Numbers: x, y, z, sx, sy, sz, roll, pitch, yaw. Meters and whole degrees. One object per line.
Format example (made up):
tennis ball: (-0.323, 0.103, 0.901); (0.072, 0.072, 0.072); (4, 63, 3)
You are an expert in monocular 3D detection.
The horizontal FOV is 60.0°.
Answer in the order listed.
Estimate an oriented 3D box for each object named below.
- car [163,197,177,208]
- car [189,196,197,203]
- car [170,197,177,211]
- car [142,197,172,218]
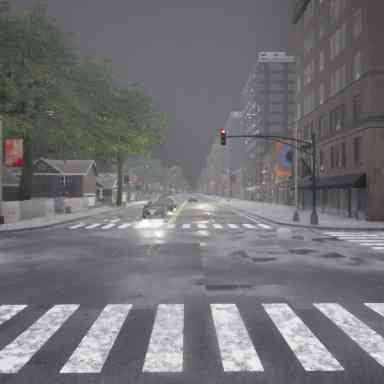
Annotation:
car: (-3.251, 1.554, 49.822); (1.812, 1.442, 4.674); (0, 0, 0)
car: (0.215, 1.546, 70.259); (2.128, 1.511, 4.902); (0, 0, 0)
car: (-3.275, 1.372, 39.865); (2.097, 1.767, 4.553); (0, 0, 0)
car: (-3.294, 1.504, 30.130); (2.128, 1.511, 4.902); (0, 0, 0)
